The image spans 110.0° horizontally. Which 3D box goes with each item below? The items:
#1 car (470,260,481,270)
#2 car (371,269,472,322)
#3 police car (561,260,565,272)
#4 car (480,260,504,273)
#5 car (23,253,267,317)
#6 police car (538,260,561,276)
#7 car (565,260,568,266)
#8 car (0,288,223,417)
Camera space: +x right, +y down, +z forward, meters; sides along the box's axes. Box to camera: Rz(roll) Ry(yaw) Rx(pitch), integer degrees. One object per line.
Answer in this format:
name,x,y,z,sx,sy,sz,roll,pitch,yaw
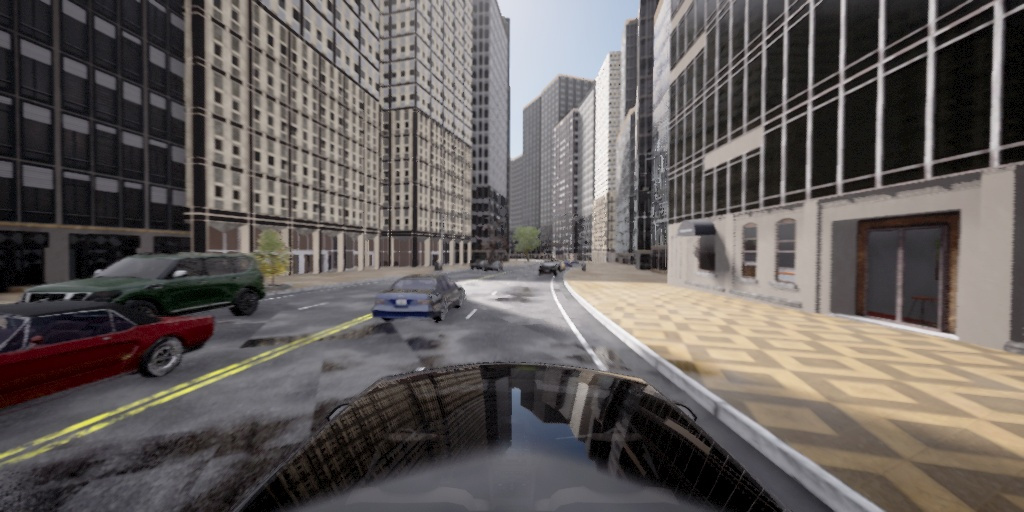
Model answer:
car,-4.553,1.323,51.892,1.882,1.535,5.008,1,0,12
car,-2.910,1.307,12.275,2.033,1.411,5.357,0,0,3
police car,5.820,1.377,49.106,1.930,1.638,5.238,1,0,12
car,-2.280,1.362,46.793,1.837,1.490,4.892,0,0,11
car,-9.679,0.925,10.164,2.150,2.045,5.566,0,0,2
police car,4.027,1.330,39.519,1.930,1.638,5.238,1,0,9
car,7.108,1.437,54.897,1.801,1.575,5.366,1,0,13
car,-6.561,1.314,4.505,1.895,1.301,4.718,0,0,1
